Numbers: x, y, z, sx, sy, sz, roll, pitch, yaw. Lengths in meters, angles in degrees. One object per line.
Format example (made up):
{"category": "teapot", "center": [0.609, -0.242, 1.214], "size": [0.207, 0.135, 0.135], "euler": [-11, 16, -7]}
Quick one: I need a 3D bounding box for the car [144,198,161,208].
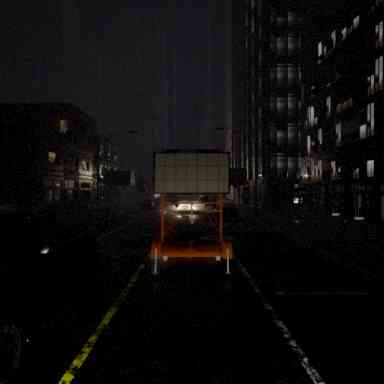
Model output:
{"category": "car", "center": [-5.722, 1.559, 48.605], "size": [1.887, 1.381, 4.507], "euler": [0, 0, 0]}

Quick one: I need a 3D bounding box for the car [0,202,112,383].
{"category": "car", "center": [-3.104, 1.221, 5.402], "size": [2.150, 2.045, 5.566], "euler": [0, 0, 0]}

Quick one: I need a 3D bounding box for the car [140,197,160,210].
{"category": "car", "center": [-5.719, 1.561, 43.081], "size": [2.008, 1.369, 4.403], "euler": [0, 0, 0]}

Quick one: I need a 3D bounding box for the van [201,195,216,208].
{"category": "van", "center": [2.657, 1.356, 48.613], "size": [1.690, 1.788, 3.998], "euler": [0, 0, 0]}

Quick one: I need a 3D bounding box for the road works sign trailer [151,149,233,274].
{"category": "road works sign trailer", "center": [-0.006, 0.465, 10.533], "size": [2.380, 3.560, 2.880], "euler": [0, 0, 0]}

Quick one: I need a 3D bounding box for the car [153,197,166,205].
{"category": "car", "center": [-5.728, 1.589, 59.653], "size": [1.947, 1.339, 4.313], "euler": [0, 0, 0]}

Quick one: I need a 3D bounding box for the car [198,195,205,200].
{"category": "car", "center": [2.632, 1.580, 92.976], "size": [1.752, 1.417, 4.829], "euler": [0, 0, 0]}

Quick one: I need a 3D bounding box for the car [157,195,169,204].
{"category": "car", "center": [-5.732, 1.468, 65.177], "size": [1.967, 1.590, 4.097], "euler": [0, 0, 0]}

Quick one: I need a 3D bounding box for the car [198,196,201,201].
{"category": "car", "center": [2.648, 1.554, 65.355], "size": [1.752, 1.417, 4.829], "euler": [0, 0, 0]}

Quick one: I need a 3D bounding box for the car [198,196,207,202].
{"category": "car", "center": [2.639, 1.594, 81.759], "size": [2.008, 1.369, 4.403], "euler": [0, 0, 0]}

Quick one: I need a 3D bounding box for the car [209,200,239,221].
{"category": "car", "center": [2.672, 1.554, 26.516], "size": [2.008, 1.369, 4.403], "euler": [0, 0, 0]}

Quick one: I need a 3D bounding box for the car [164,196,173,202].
{"category": "car", "center": [-5.741, 1.625, 81.750], "size": [1.802, 1.307, 4.206], "euler": [0, 0, 0]}

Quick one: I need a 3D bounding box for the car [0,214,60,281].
{"category": "car", "center": [-5.698, 1.525, 9.765], "size": [1.752, 1.417, 4.829], "euler": [0, 0, 0]}

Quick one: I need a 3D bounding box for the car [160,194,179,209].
{"category": "car", "center": [-3.027, 1.234, 46.145], "size": [2.150, 2.045, 5.566], "euler": [0, 0, 0]}

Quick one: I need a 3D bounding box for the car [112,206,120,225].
{"category": "car", "center": [-5.705, 1.553, 20.985], "size": [2.008, 1.369, 4.403], "euler": [0, 0, 0]}
